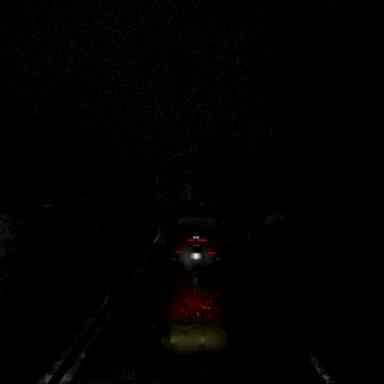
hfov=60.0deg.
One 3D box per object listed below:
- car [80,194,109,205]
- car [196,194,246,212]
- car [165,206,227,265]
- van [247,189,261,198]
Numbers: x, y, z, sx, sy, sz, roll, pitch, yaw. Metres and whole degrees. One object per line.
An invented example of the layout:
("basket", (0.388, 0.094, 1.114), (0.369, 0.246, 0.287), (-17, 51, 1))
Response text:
("car", (-13.649, 0.988, 46.890), (2.128, 1.511, 4.902), (-1, 0, 22))
("car", (2.470, 1.204, 30.976), (4.181, 1.385, 1.994), (-1, -1, -15))
("car", (0.148, 1.461, 11.437), (1.837, 1.490, 4.892), (0, 1, 1))
("van", (18.113, 0.709, 91.816), (4.442, 1.987, 1.878), (0, 2, 1))
